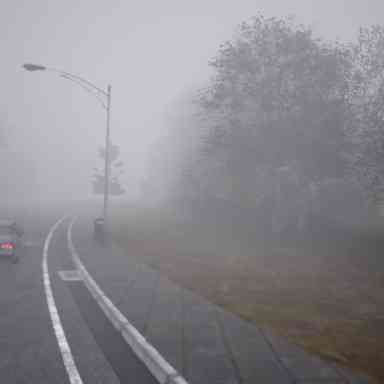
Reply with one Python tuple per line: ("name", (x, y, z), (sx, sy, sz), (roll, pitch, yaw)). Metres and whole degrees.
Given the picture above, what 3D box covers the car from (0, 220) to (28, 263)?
("car", (-7.488, 1.793, 12.765), (2.033, 1.411, 5.357), (2, -1, -23))
